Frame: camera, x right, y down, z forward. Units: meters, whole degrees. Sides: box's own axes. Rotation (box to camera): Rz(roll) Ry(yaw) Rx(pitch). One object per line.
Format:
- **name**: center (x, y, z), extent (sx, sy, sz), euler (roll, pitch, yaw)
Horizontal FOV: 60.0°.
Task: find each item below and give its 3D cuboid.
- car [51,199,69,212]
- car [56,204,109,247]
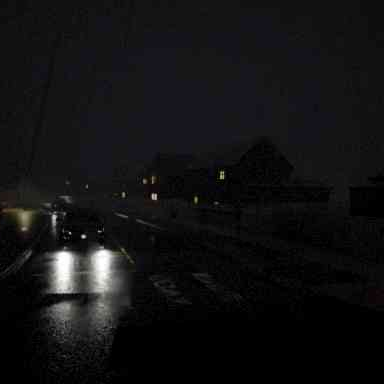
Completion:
- **car**: center (-15.929, 1.599, 40.195), extent (1.812, 1.442, 4.674), euler (1, -1, -27)
- **car**: center (-5.045, 1.498, 15.253), extent (1.837, 1.490, 4.892), euler (1, 0, -20)
